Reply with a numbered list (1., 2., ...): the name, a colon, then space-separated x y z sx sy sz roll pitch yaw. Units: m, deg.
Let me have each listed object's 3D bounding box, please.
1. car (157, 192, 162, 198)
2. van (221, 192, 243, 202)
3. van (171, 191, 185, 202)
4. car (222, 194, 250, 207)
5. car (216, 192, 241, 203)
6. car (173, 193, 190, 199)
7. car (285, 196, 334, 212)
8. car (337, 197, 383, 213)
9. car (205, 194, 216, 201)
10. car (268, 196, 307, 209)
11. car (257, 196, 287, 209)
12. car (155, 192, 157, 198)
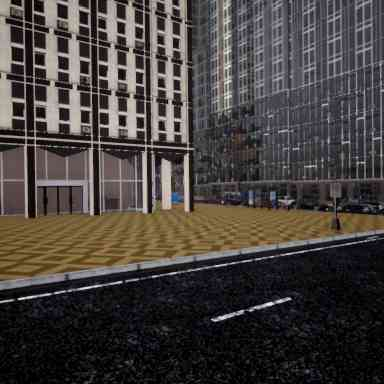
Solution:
1. car: -5.622 0.612 78.979 2.192 1.841 5.009 0 1 -34
2. van: 7.158 0.853 60.177 1.690 1.788 3.998 -1 1 -34
3. van: -2.968 0.935 60.168 1.690 1.788 3.998 0 1 -34
4. car: 6.572 1.317 46.041 1.947 1.339 4.313 -1 1 -34
5. car: 6.299 1.174 51.140 1.837 1.490 4.892 -1 1 -34
6. car: -2.427 0.933 74.282 1.802 1.307 4.206 0 1 -34
7. car: 12.900 1.422 36.595 1.947 1.339 4.313 -1 1 -34
8. car: 17.302 1.339 34.941 2.128 1.511 4.902 -1 1 -34
9. car: 3.963 1.041 64.880 1.802 1.307 4.206 -1 1 -34
10. car: 12.115 1.289 42.576 1.812 1.442 4.674 -1 1 -34
11. car: 9.719 1.386 41.308 1.802 1.307 4.206 -1 1 -34
12. car: -8.817 0.683 83.680 1.967 1.590 4.097 0 1 -34
